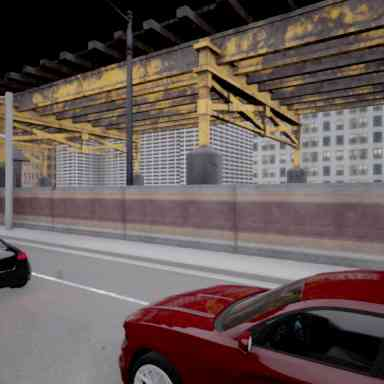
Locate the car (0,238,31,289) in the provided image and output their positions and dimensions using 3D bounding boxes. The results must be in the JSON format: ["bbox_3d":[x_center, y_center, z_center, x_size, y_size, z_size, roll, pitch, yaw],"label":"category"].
[{"bbox_3d":[-5.743,1.563,8.016,4.181,1.385,1.994,0,0,36],"label":"car"}]

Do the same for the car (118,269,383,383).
[{"bbox_3d":[1.500,1.478,2.920,5.008,1.535,1.882,0,0,35],"label":"car"}]
